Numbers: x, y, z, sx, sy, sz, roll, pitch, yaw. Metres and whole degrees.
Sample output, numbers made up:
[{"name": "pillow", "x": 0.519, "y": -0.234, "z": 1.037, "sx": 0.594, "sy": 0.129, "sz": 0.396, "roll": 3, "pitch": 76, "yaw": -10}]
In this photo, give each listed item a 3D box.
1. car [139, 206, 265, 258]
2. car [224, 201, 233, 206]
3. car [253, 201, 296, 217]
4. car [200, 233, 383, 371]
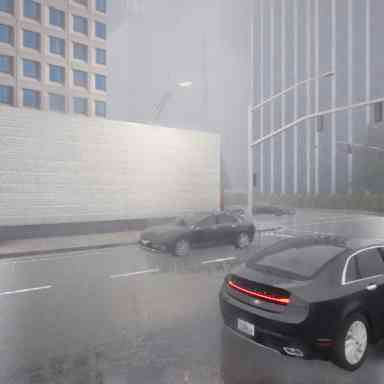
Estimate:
[{"name": "car", "x": 0.345, "y": 1.505, "z": 12.852, "sx": 4.892, "sy": 1.490, "sz": 1.837, "roll": 0, "pitch": 0, "yaw": -36}, {"name": "car", "x": 2.745, "y": 1.603, "z": 32.823, "sx": 2.033, "sy": 1.411, "sz": 5.357, "roll": 0, "pitch": 0, "yaw": -36}, {"name": "car", "x": 7.688, "y": 1.581, "z": 31.963, "sx": 1.812, "sy": 1.442, "sz": 4.674, "roll": 0, "pitch": 0, "yaw": -36}, {"name": "car", "x": 2.682, "y": 1.505, "z": 5.713, "sx": 4.892, "sy": 1.490, "sz": 1.837, "roll": 0, "pitch": 0, "yaw": -35}]
